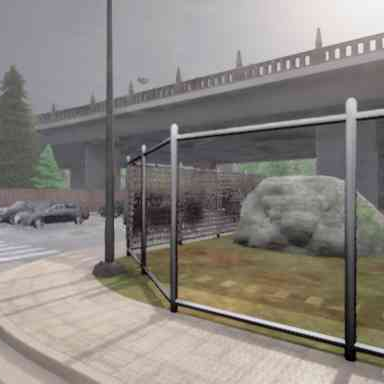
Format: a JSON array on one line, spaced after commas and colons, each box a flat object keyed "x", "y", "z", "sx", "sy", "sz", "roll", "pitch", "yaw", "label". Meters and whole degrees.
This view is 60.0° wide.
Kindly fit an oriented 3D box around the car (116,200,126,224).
[{"x": -1.617, "y": 1.240, "z": 20.381, "sx": 2.150, "sy": 2.045, "sz": 5.566, "roll": 0, "pitch": 0, "yaw": 38, "label": "car"}]

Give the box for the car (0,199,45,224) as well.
[{"x": -11.969, "y": 1.341, "z": 24.037, "sx": 2.097, "sy": 1.767, "sz": 4.553, "roll": 0, "pitch": 0, "yaw": 36, "label": "car"}]

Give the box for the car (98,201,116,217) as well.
[{"x": -6.597, "y": 1.467, "z": 31.533, "sx": 1.882, "sy": 1.535, "sz": 5.008, "roll": 0, "pitch": 0, "yaw": 36, "label": "car"}]

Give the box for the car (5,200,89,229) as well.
[{"x": -9.146, "y": 1.490, "z": 21.971, "sx": 2.128, "sy": 1.511, "sz": 4.902, "roll": 0, "pitch": 0, "yaw": 36, "label": "car"}]
